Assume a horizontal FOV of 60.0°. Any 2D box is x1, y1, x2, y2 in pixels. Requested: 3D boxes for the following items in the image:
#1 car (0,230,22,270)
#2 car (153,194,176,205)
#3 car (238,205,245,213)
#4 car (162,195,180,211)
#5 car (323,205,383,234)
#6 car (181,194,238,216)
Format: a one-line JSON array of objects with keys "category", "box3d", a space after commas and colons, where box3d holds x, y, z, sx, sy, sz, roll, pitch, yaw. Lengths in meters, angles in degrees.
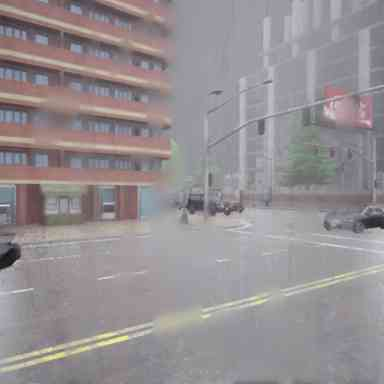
[{"category": "car", "box3d": [-6.748, 1.491, 7.822, 4.902, 1.511, 2.128, 0, 0, -35]}, {"category": "car", "box3d": [-5.112, 1.352, 61.123, 2.097, 1.767, 4.553, 0, 0, -35]}, {"category": "car", "box3d": [3.553, 1.601, 36.174, 1.895, 1.301, 4.718, 0, 0, -35]}, {"category": "car", "box3d": [-3.900, 1.352, 40.724, 2.097, 1.767, 4.553, 0, 0, -35]}, {"category": "car", "box3d": [9.546, 1.491, 19.092, 4.902, 1.511, 2.128, 0, 0, -35]}, {"category": "car", "box3d": [1.629, 1.222, 32.816, 2.150, 2.045, 5.566, 0, 0, -35]}]
